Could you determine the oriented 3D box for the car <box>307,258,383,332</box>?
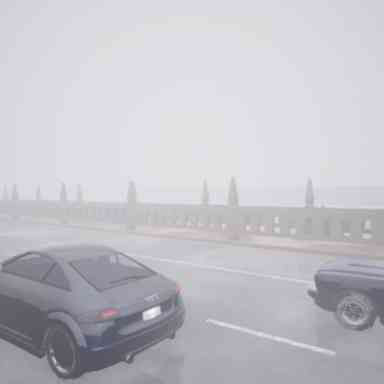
[{"bbox_3d":[4.363,1.602,5.179,4.718,1.301,1.895,0,0,36],"label":"car"}]

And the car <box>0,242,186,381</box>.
[{"bbox_3d":[-2.158,1.557,5.534,4.181,1.385,1.994,0,0,36],"label":"car"}]
